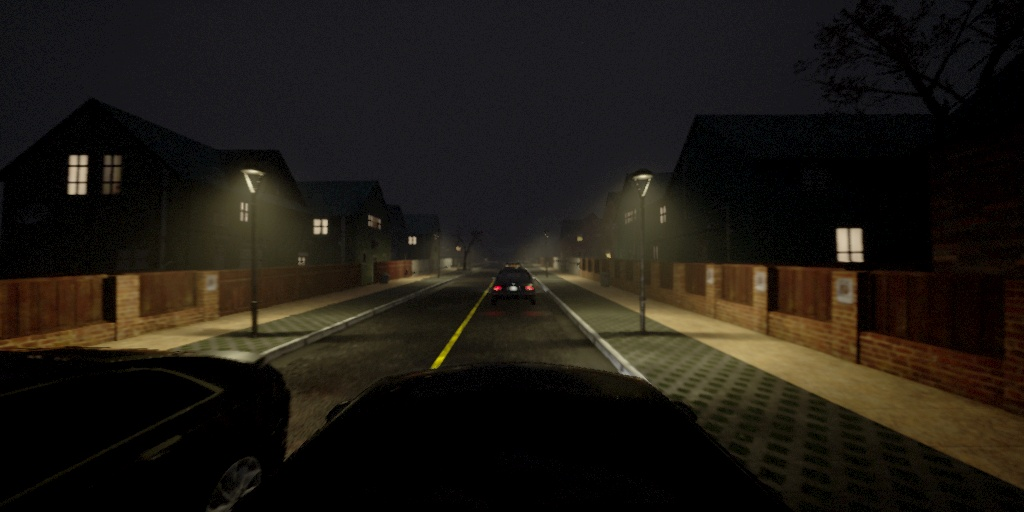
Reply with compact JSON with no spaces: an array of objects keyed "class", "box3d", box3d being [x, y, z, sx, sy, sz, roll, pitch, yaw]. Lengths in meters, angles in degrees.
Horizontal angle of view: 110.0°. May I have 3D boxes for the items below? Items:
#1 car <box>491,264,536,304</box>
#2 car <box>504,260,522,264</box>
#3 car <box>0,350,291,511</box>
[{"class":"car","box3d":[0.070,1.253,15.956,2.033,1.411,5.357,0,0,0]},{"class":"car","box3d":[0.058,1.151,37.627,2.128,1.511,4.902,0,0,0]},{"class":"car","box3d":[-2.746,1.262,1.003,1.837,1.490,4.892,0,0,0]}]
